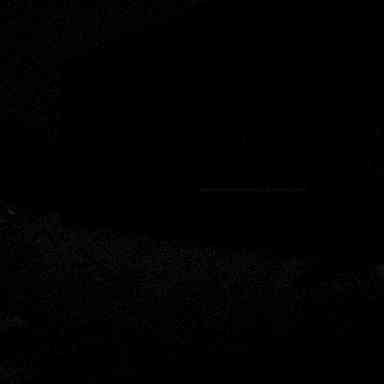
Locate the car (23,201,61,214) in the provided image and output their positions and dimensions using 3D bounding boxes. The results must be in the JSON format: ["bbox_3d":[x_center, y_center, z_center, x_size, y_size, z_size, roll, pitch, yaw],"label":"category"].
[{"bbox_3d":[-16.672,1.733,37.614,1.887,1.381,4.507,0,0,36],"label":"car"}]

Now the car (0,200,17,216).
[{"bbox_3d":[-19.851,1.634,33.169,1.967,1.590,4.097,0,0,36],"label":"car"}]

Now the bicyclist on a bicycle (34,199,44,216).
[{"bbox_3d":[-14.356,1.466,31.150,1.656,1.620,0.582,-1,0,36],"label":"bicyclist on a bicycle"}]
